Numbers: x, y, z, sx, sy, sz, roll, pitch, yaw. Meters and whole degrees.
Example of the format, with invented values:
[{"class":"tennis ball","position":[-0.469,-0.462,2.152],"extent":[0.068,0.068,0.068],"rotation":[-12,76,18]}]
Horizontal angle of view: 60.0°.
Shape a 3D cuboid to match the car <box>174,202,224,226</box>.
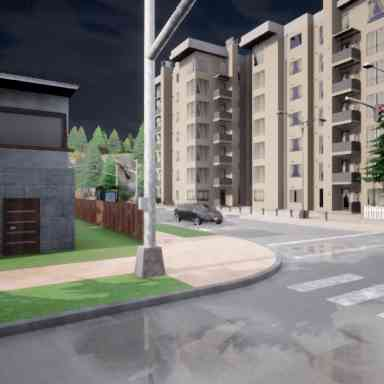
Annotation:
[{"class":"car","position":[0.364,1.523,23.733],"extent":[1.837,1.490,4.892],"rotation":[0,0,-30]}]
